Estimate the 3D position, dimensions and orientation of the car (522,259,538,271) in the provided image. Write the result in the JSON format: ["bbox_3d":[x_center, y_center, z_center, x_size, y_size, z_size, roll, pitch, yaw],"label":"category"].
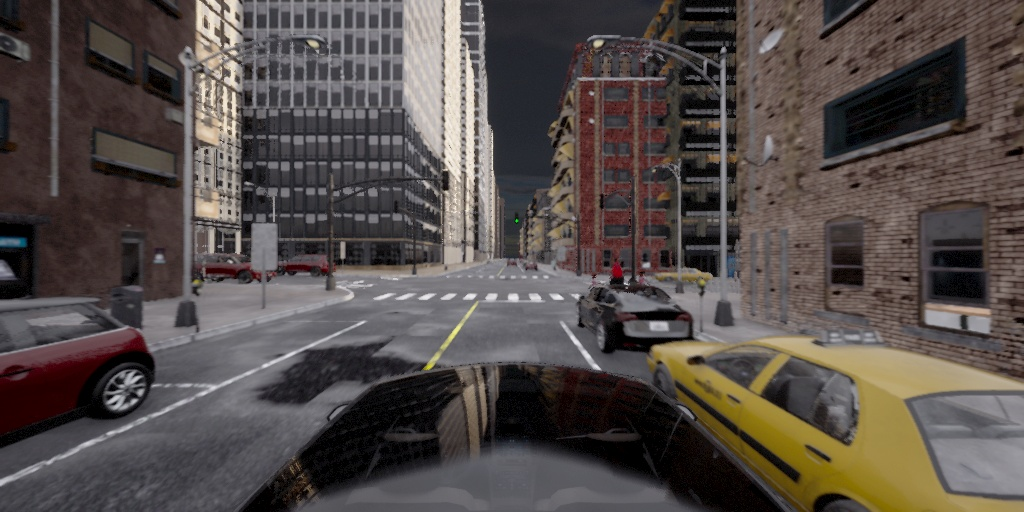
[{"bbox_3d":[2.734,1.402,50.668,1.802,1.307,4.207,0,0,0],"label":"car"}]

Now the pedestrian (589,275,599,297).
[{"bbox_3d":[3.818,1.063,16.706,0.375,1.860,0.375,0,0,0],"label":"pedestrian"}]

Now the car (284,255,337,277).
[{"bbox_3d":[-17.714,0.813,30.687,5.009,1.841,2.192,0,0,0],"label":"car"}]

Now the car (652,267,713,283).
[{"bbox_3d":[14.626,1.623,30.972,4.829,1.417,1.751,0,0,0],"label":"car"}]

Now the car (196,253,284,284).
[{"bbox_3d":[-17.579,0.783,22.308,5.009,1.841,2.192,0,0,0],"label":"car"}]

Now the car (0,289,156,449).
[{"bbox_3d":[-5.691,1.191,2.960,1.967,1.591,4.097,0,0,0],"label":"car"}]

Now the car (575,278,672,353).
[{"bbox_3d":[2.688,1.324,8.645,1.948,1.339,4.313,0,0,0],"label":"car"}]

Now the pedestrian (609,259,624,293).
[{"bbox_3d":[4.683,0.910,16.106,0.375,1.860,0.375,0,0,0],"label":"pedestrian"}]

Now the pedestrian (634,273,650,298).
[{"bbox_3d":[5.599,0.909,15.482,0.375,1.860,0.375,0,0,0],"label":"pedestrian"}]

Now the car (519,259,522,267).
[{"bbox_3d":[2.682,1.395,63.585,2.007,1.370,4.403,0,0,0],"label":"car"}]

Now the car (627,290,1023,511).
[{"bbox_3d":[2.689,1.277,3.132,1.751,1.417,4.829,0,0,0],"label":"car"}]
